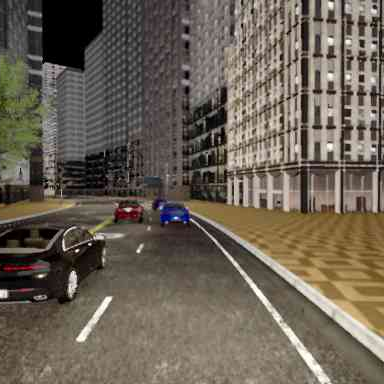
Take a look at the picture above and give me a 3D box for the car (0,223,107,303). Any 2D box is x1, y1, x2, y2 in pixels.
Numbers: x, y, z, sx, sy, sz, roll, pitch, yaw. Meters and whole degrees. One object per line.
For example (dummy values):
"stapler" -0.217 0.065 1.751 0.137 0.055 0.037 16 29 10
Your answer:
"car" -3.401 1.513 8.159 1.837 1.490 4.892 0 0 -2

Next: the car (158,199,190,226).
"car" -1.256 1.480 23.246 1.882 1.535 5.008 0 0 -6

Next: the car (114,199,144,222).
"car" -4.897 1.368 26.406 2.097 1.767 4.553 0 0 -7

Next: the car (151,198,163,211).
"car" -4.042 1.536 41.962 1.812 1.442 4.674 0 0 -11
